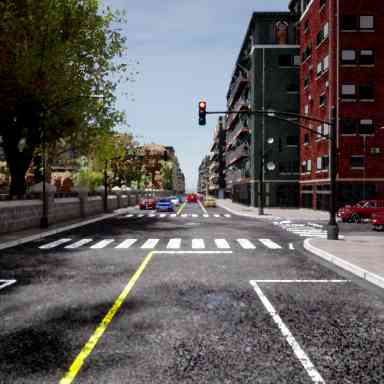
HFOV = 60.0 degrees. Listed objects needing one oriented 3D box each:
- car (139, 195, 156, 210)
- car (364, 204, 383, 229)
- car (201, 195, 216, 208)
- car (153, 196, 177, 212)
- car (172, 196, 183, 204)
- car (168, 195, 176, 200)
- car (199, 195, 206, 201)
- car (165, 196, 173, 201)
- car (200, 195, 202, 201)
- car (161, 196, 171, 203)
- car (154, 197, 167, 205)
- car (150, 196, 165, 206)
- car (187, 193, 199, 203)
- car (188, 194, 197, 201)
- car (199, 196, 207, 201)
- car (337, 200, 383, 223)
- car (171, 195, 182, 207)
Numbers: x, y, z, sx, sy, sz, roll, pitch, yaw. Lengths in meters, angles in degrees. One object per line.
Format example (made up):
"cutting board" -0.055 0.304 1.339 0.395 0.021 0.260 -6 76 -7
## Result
"car" -5.656 1.324 43.896 2.192 1.841 5.009 0 0 0
"car" 14.344 1.771 21.566 5.008 1.535 1.882 1 0 1
"car" 2.730 1.538 49.595 1.752 1.417 4.829 0 0 0
"car" -3.067 1.532 38.293 1.812 1.442 4.674 0 0 0
"car" -2.952 1.505 67.891 1.882 1.535 5.008 0 0 0
"car" -5.614 1.580 93.542 1.752 1.417 4.829 0 0 0
"car" 2.761 1.593 88.171 1.887 1.381 4.507 0 0 0
"car" -5.623 1.624 82.642 1.802 1.307 4.206 0 0 0
"car" 2.734 1.562 54.960 1.887 1.381 4.507 0 0 0
"car" -5.632 1.613 71.571 1.802 1.307 4.206 0 0 0
"car" -5.642 1.566 60.502 1.887 1.381 4.507 0 0 0
"car" -5.647 1.457 54.966 1.967 1.590 4.097 0 0 0
"car" 0.060 1.251 69.238 2.150 2.045 5.566 0 0 0
"car" 0.068 1.306 79.598 2.097 1.767 4.553 0 0 0
"car" 2.757 1.587 82.636 1.887 1.381 4.507 0 0 0
"car" 14.639 1.591 27.306 5.009 1.841 2.192 1 -1 0
"car" -3.049 1.541 52.570 1.812 1.442 4.674 0 0 0
